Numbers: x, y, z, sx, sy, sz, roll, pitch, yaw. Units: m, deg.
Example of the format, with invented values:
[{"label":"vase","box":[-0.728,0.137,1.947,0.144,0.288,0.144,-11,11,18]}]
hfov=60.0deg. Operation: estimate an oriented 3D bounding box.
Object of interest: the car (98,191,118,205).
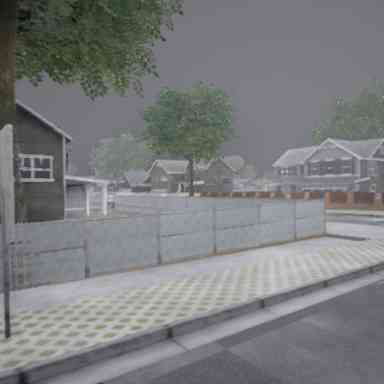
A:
[{"label":"car","box":[-12.794,0.938,51.126,2.150,2.045,5.566,-1,1,-36]}]
